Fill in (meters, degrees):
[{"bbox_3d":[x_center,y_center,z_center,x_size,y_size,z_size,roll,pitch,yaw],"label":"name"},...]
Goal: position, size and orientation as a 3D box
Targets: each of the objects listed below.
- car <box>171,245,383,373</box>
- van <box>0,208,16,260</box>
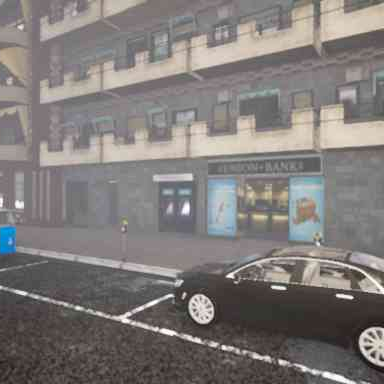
[{"bbox_3d":[1.699,1.569,5.483,4.403,1.369,2.008,0,0,31],"label":"car"},{"bbox_3d":[-7.725,1.369,11.243,3.998,1.788,1.690,0,0,31],"label":"van"}]
